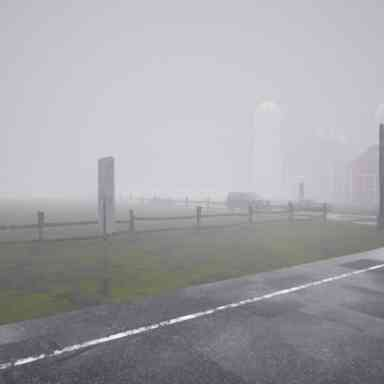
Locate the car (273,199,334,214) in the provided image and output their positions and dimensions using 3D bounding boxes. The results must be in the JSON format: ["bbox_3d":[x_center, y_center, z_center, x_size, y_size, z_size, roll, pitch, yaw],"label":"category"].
[{"bbox_3d":[10.908,1.347,32.338,2.033,1.411,5.357,-1,1,-37],"label":"car"}]

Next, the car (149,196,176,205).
[{"bbox_3d":[-4.270,1.219,48.248,1.895,1.301,4.718,-1,1,-36],"label":"car"}]

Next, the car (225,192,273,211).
[{"bbox_3d":[5.789,1.003,34.265,2.150,2.045,5.566,-1,1,-36],"label":"car"}]
